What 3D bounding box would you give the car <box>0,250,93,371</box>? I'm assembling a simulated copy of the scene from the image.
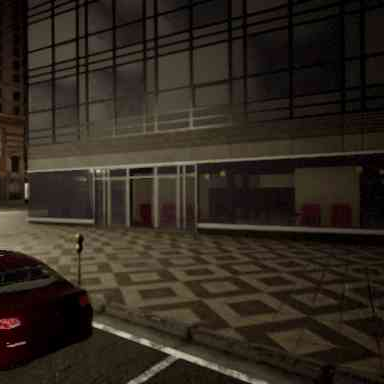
[{"bbox_3d":[-3.300,1.591,5.207,4.206,1.307,1.802,0,-1,35],"label":"car"}]
